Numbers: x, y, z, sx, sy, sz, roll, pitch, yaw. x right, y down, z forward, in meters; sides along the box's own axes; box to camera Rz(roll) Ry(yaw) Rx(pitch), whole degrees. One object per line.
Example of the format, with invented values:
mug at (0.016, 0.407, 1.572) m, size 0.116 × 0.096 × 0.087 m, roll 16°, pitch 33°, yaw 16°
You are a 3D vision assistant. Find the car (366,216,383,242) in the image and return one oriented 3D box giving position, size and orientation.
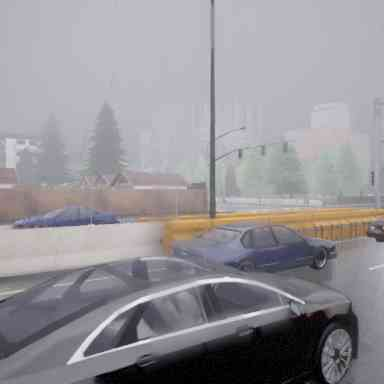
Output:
car at (10.056, 1.547, 15.179) m, size 5.357 × 1.411 × 2.033 m, roll 0°, pitch 0°, yaw -35°

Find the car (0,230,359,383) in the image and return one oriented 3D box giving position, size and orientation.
car at (-0.061, 1.492, 3.699) m, size 4.902 × 1.511 × 2.128 m, roll 0°, pitch 0°, yaw -35°

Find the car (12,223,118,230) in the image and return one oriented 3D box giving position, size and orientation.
car at (-6.226, 1.477, 16.730) m, size 5.008 × 1.535 × 1.882 m, roll 0°, pitch 0°, yaw -35°

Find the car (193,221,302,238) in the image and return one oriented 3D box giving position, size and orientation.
car at (1.856, 1.547, 9.359) m, size 5.357 × 1.411 × 2.033 m, roll 0°, pitch 0°, yaw -35°
